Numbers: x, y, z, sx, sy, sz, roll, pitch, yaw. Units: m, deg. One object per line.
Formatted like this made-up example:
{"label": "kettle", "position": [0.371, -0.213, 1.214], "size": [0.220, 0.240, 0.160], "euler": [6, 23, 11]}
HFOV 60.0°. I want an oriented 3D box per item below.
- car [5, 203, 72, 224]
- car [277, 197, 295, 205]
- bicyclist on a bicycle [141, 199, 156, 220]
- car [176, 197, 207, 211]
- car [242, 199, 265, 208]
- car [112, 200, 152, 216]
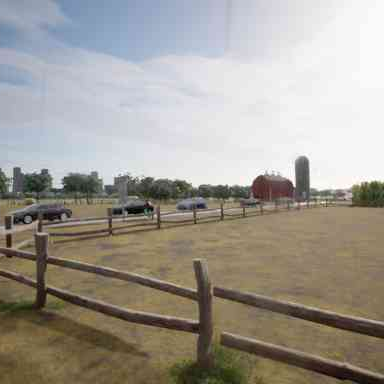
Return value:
{"label": "car", "position": [-11.604, 1.602, 25.478], "size": [1.837, 1.490, 4.892], "euler": [-2, -1, 35]}
{"label": "car", "position": [17.303, 1.688, 61.112], "size": [2.033, 1.411, 5.357], "euler": [-2, -2, 35]}
{"label": "bicyclist on a bicycle", "position": [-3.522, 1.419, 26.545], "size": [1.656, 1.620, 0.582], "euler": [0, 0, 35]}
{"label": "car", "position": [-0.007, 1.477, 41.849], "size": [2.097, 1.767, 4.553], "euler": [-2, -1, 35]}
{"label": "car", "position": [9.306, 1.664, 49.851], "size": [1.895, 1.301, 4.718], "euler": [-2, -1, 34]}
{"label": "car", "position": [-6.096, 1.588, 33.252], "size": [1.882, 1.535, 5.008], "euler": [-2, -1, 35]}
